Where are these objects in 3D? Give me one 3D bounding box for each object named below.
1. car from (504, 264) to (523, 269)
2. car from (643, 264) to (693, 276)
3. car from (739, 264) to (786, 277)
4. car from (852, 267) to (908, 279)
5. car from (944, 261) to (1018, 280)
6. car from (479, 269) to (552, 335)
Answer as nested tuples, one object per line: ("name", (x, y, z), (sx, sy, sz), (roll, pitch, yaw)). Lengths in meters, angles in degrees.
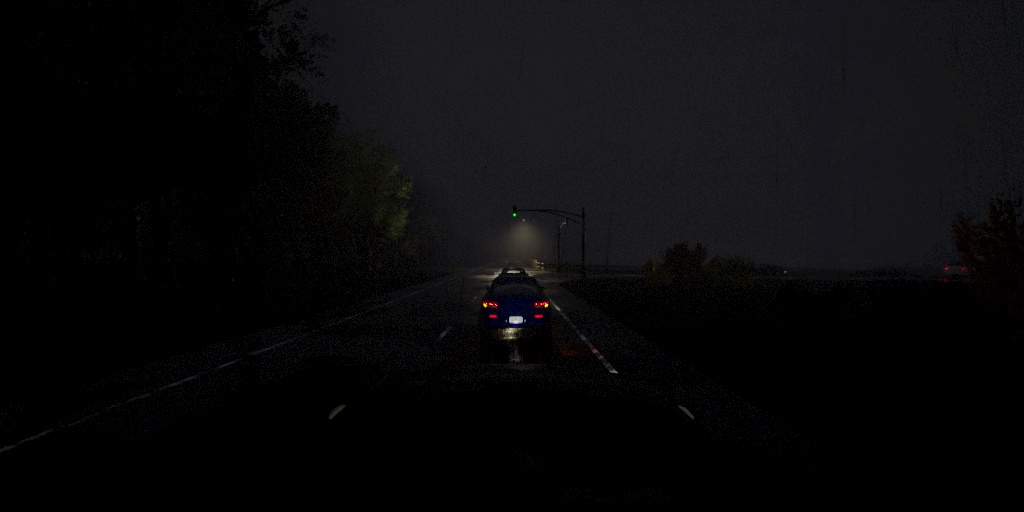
("car", (0.087, 1.322, 19.568), (1.994, 1.385, 4.181), (0, 0, 0))
("car", (17.846, 1.557, 40.922), (5.357, 1.411, 2.033), (1, -1, 1))
("car", (28.384, 1.616, 40.861), (4.902, 1.511, 2.128), (1, -1, 0))
("car", (41.752, 1.871, 40.794), (4.718, 1.301, 1.895), (1, -1, 0))
("car", (48.526, 1.505, 37.189), (5.566, 2.045, 2.150), (1, -1, 0))
("car", (0.095, 1.279, 10.455), (1.812, 1.442, 4.674), (0, 0, 0))
